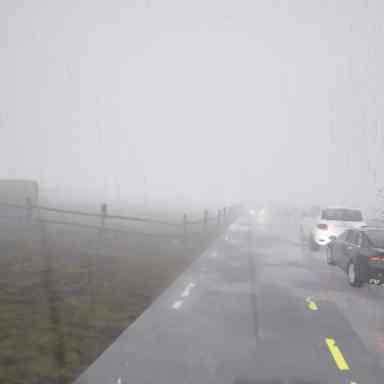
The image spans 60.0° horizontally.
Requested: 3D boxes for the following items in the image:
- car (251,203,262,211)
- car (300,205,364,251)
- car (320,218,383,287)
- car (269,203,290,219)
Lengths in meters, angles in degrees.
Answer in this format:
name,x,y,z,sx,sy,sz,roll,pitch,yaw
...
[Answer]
name,x,y,z,sx,sy,sz,roll,pitch,yaw
car,11.609,2.691,59.760,1.895,1.301,4.718,2,-1,11
car,6.595,1.645,15.946,2.150,2.045,5.566,2,0,11
car,5.415,1.828,10.029,1.837,1.490,4.892,2,-1,11
car,10.391,2.262,39.147,1.882,1.535,5.008,2,-1,12
